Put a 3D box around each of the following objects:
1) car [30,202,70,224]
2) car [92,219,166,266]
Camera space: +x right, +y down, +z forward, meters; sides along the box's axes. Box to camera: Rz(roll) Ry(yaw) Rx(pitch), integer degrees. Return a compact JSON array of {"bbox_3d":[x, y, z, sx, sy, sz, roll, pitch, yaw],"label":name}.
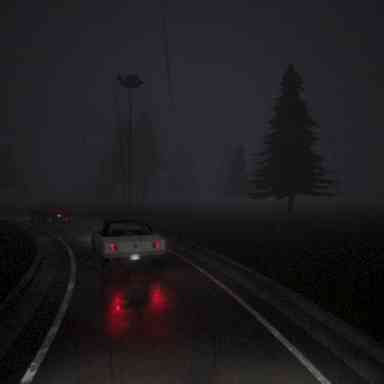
[{"bbox_3d":[-10.919,1.498,25.429,1.882,1.535,5.008,0,0,-39],"label":"car"},{"bbox_3d":[-2.443,1.611,11.734,1.895,1.301,4.718,0,0,-21],"label":"car"}]
